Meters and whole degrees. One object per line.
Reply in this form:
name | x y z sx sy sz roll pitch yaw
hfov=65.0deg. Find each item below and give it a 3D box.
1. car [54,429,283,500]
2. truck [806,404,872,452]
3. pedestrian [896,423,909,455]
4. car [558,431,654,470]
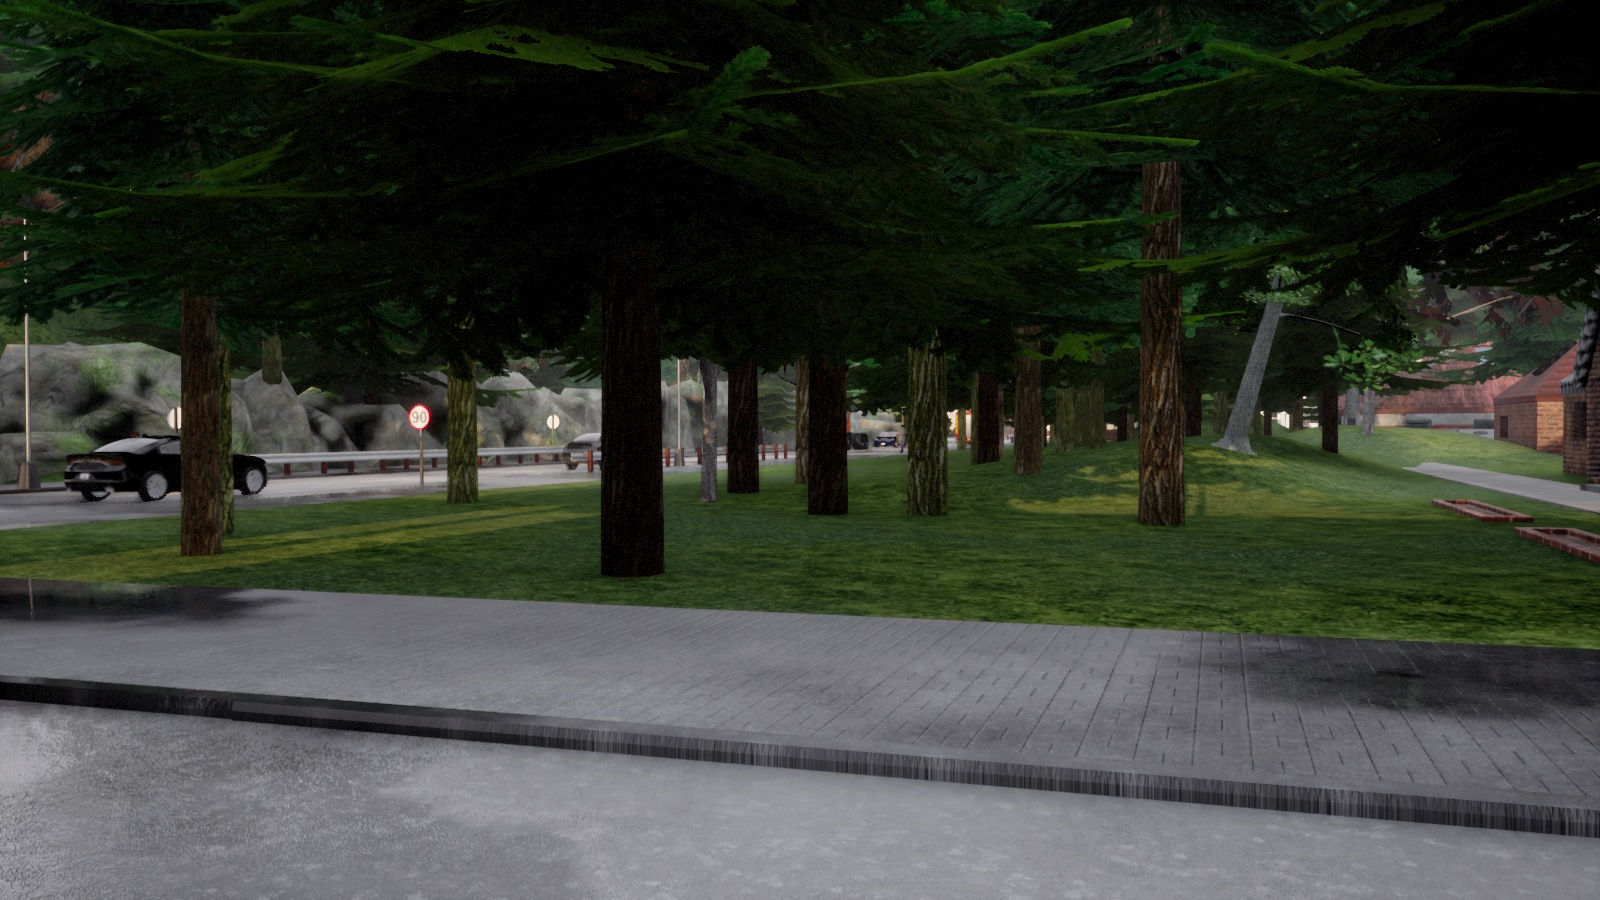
car | -14.886 0.273 29.963 1.882 1.535 5.008 1 1 18
truck | 3.062 -1.686 96.611 2.891 3.462 7.936 1 1 18
pedestrian | 6.440 -0.701 78.951 0.659 1.952 0.873 0 1 17
car | -7.851 -0.015 51.279 1.837 1.490 4.892 1 1 18
